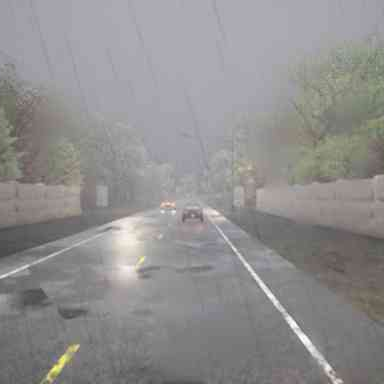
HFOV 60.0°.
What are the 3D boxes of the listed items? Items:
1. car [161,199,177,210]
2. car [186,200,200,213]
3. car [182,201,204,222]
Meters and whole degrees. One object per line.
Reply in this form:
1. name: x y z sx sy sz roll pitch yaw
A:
1. car: -3.484 1.823 50.329 2.097 1.767 4.553 0 -1 1
2. car: 0.138 1.930 44.692 1.837 1.490 4.892 0 0 1
3. car: 0.064 1.818 29.681 1.812 1.442 4.674 0 -1 0
